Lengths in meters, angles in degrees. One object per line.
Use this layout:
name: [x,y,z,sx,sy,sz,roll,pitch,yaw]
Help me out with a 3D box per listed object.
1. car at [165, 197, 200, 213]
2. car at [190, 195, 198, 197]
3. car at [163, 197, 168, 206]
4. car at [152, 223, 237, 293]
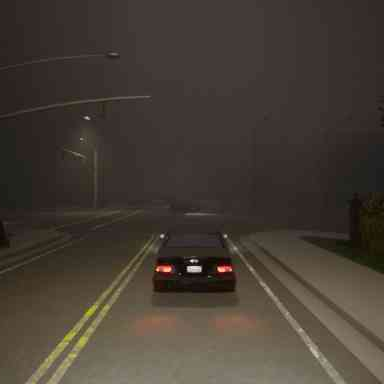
car: [-0.840,1.581,36.616,1.994,1.385,4.181,-1,0,-31]
car: [0.535,1.524,79.015,2.033,1.411,5.357,0,0,12]
car: [-3.725,1.524,55.792,1.812,1.442,4.674,0,0,0]
car: [0.051,1.547,8.984,2.033,1.411,5.357,0,0,0]
